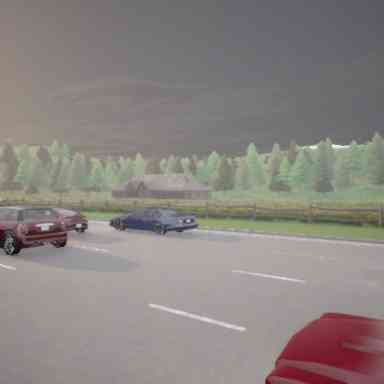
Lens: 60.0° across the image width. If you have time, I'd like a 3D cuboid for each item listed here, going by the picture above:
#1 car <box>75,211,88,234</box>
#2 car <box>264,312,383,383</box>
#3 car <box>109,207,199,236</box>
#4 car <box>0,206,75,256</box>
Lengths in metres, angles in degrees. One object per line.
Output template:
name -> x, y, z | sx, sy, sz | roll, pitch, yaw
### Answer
car -> -7.520, 1.507, 17.954 | 4.674, 1.442, 1.812 | 0, 0, 35
car -> 2.812, 1.602, 1.990 | 4.718, 1.301, 1.895 | 0, 0, 35
car -> -2.231, 1.533, 18.481 | 5.357, 1.411, 2.033 | 0, 0, 35
car -> -7.072, 1.337, 13.337 | 4.553, 1.767, 2.097 | 0, 0, 36
